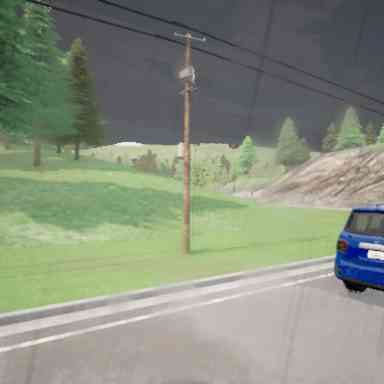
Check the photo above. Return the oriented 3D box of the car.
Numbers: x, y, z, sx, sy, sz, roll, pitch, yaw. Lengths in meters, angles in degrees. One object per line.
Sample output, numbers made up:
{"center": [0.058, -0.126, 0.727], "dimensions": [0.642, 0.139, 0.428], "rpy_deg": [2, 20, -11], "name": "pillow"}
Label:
{"center": [5.631, 1.311, 7.991], "dimensions": [5.566, 2.045, 2.150], "rpy_deg": [0, 0, -38], "name": "car"}
